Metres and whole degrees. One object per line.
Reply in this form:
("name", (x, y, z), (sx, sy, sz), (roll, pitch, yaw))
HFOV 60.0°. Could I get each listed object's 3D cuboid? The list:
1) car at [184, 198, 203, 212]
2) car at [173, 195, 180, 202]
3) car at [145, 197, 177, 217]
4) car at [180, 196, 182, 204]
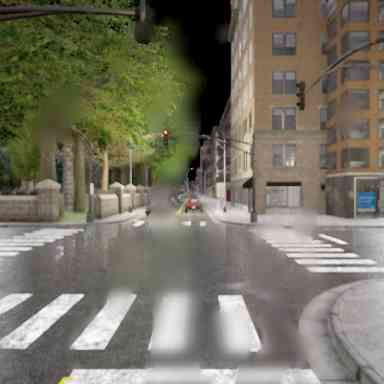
("car", (0.188, 1.446, 37.438), (1.812, 1.442, 4.674), (0, 0, 0))
("car", (-2.985, 1.401, 44.629), (1.837, 1.490, 4.892), (0, 0, 0))
("car", (-2.999, 1.487, 31.020), (2.033, 1.411, 5.357), (0, 0, 4))
("car", (-2.888, 1.348, 61.827), (1.837, 1.490, 4.892), (0, 0, 1))
